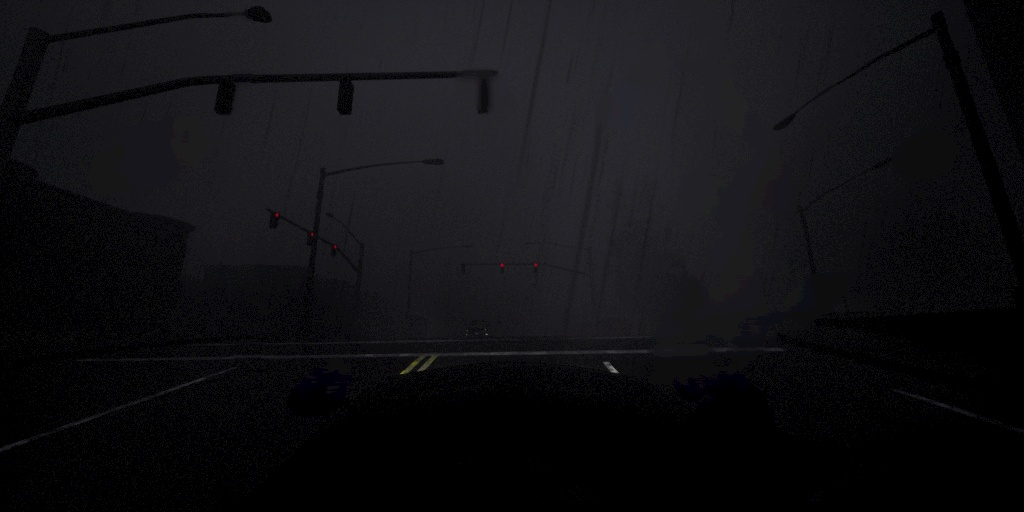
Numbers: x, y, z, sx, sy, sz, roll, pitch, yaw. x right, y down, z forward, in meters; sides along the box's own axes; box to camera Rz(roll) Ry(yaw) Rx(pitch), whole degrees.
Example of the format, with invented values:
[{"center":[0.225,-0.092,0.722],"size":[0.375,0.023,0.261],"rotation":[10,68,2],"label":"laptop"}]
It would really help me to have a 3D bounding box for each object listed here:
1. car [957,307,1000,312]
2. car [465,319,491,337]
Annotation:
[{"center":[27.436,3.738,21.086],"size":[4.181,1.385,1.994],"rotation":[-1,-13,1],"label":"car"},{"center":[-3.219,7.239,35.224],"size":[2.150,2.045,5.566],"rotation":[-1,-12,0],"label":"car"}]
